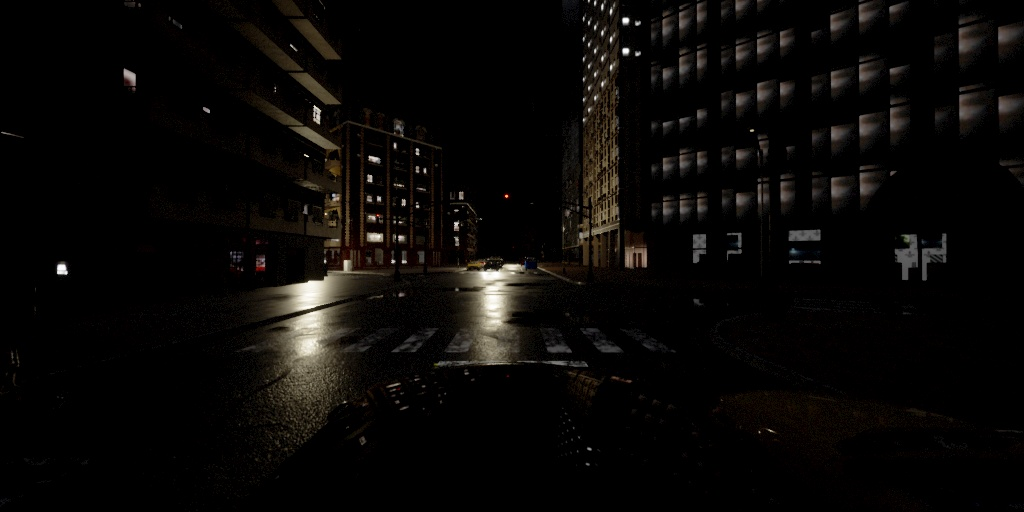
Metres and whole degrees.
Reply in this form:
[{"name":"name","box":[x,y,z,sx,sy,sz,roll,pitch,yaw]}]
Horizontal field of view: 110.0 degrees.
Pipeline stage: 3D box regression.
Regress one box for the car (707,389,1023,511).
[{"name":"car","box":[2.563,1.275,1.227,1.751,1.417,4.829,0,0,0]}]

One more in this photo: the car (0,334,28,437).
[{"name":"car","box":[-5.318,1.065,1.060,2.192,1.841,5.009,0,0,0]}]

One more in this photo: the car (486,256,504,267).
[{"name":"car","box":[-2.773,1.031,59.136,2.150,2.045,5.566,0,0,0]}]

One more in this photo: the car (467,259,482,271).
[{"name":"car","box":[-5.262,1.316,49.890,1.751,1.417,4.829,0,0,0]}]

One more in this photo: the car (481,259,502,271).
[{"name":"car","box":[-2.795,1.390,49.213,1.895,1.301,4.718,0,0,0]}]

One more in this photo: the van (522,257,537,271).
[{"name":"van","box":[2.619,1.132,50.050,1.690,1.789,3.998,0,0,0]}]
